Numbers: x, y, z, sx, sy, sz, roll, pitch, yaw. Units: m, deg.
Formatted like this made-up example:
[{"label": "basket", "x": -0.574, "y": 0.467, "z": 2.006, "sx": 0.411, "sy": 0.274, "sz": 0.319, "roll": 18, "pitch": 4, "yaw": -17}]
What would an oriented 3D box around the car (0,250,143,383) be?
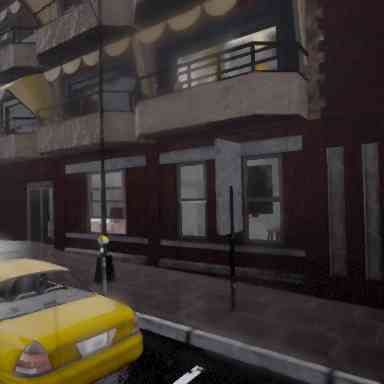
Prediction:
[{"label": "car", "x": -2.862, "y": 1.527, "z": 4.788, "sx": 4.829, "sy": 1.417, "sz": 1.752, "roll": 0, "pitch": -2, "yaw": 36}]
